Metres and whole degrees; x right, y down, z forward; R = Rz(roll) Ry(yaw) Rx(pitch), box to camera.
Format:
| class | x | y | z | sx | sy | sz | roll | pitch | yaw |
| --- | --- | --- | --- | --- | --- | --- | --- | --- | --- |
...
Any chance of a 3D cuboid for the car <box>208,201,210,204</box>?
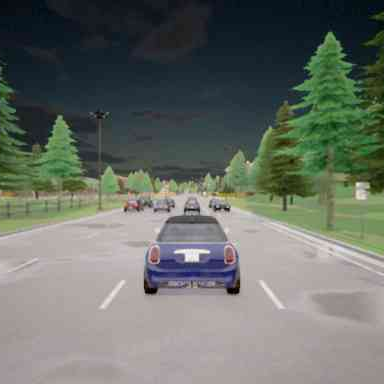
| class | x | y | z | sx | sy | sz | roll | pitch | yaw |
| --- | --- | --- | --- | --- | --- | --- | --- | --- | --- |
| car | 3.504 | 1.689 | 50.060 | 2.033 | 1.411 | 5.357 | 0 | 0 | 0 |

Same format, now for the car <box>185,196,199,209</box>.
| class | x | y | z | sx | sy | sz | roll | pitch | yaw |
| --- | --- | --- | --- | --- | --- | --- | --- | --- | --- |
| car | 0.004 | 1.493 | 50.031 | 2.097 | 1.767 | 4.553 | 0 | 0 | 0 |

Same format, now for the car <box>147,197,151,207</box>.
| class | x | y | z | sx | sy | sz | roll | pitch | yaw |
| --- | --- | --- | --- | --- | --- | --- | --- | --- | --- |
| car | -6.996 | 1.493 | 50.032 | 2.097 | 1.767 | 4.553 | 0 | 0 | 0 |

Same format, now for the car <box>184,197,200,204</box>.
| class | x | y | z | sx | sy | sz | roll | pitch | yaw |
| --- | --- | --- | --- | --- | --- | --- | --- | --- | --- |
| car | 0.003 | 1.677 | 40.024 | 1.994 | 1.385 | 4.181 | 0 | 0 | 0 |

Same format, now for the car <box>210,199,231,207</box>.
| class | x | y | z | sx | sy | sz | roll | pitch | yaw |
| --- | --- | --- | --- | --- | --- | --- | --- | --- | --- |
| car | 3.503 | 1.714 | 40.087 | 1.895 | 1.301 | 4.718 | 0 | 0 | 0 |

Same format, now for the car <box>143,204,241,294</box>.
| class | x | y | z | sx | sy | sz | roll | pitch | yaw |
| --- | --- | --- | --- | --- | --- | --- | --- | --- | --- |
| car | 0.001 | 1.378 | 8.998 | 2.097 | 1.767 | 4.553 | 0 | 0 | 0 |

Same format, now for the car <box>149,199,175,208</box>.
| class | x | y | z | sx | sy | sz | roll | pitch | yaw |
| --- | --- | --- | --- | --- | --- | --- | --- | --- | --- |
| car | -3.497 | 1.659 | 39.641 | 2.033 | 1.411 | 5.357 | 0 | 0 | 0 |

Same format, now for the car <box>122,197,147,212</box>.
| class | x | y | z | sx | sy | sz | roll | pitch | yaw |
| --- | --- | --- | --- | --- | --- | --- | --- | --- | --- |
| car | -6.997 | 1.639 | 40.058 | 1.812 | 1.442 | 4.674 | 0 | 0 | 0 |
